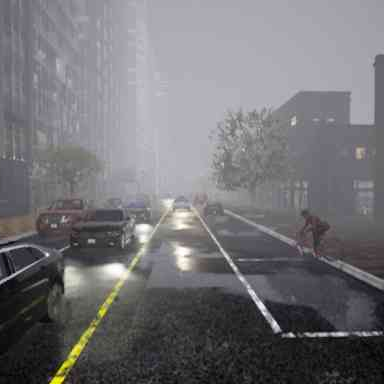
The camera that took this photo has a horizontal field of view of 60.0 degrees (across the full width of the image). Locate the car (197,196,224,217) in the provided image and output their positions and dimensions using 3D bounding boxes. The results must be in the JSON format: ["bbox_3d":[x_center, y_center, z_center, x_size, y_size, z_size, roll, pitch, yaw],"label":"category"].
[{"bbox_3d":[1.756,1.366,28.944,2.008,1.369,4.403,-1,0,-2],"label":"car"}]

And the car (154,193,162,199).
[{"bbox_3d":[-8.539,0.993,84.546,1.752,1.417,4.829,-1,0,-2],"label":"car"}]

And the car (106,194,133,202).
[{"bbox_3d":[-6.645,1.262,28.673,1.967,1.590,4.097,-1,0,-2],"label":"car"}]

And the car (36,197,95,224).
[{"bbox_3d":[-6.359,1.207,17.607,2.192,1.841,5.009,-1,0,-2],"label":"car"}]

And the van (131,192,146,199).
[{"bbox_3d":[-7.037,1.089,40.463,1.690,1.788,3.998,-1,0,-2],"label":"van"}]

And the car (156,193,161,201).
[{"bbox_3d":[-7.978,1.117,68.122,1.887,1.381,4.507,-1,0,-2],"label":"car"}]

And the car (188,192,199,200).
[{"bbox_3d":[0.205,0.845,73.927,2.192,1.841,5.009,-1,0,-2],"label":"car"}]

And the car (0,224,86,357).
[{"bbox_3d":[-3.199,1.466,4.279,2.128,1.511,4.902,0,0,-2],"label":"car"}]

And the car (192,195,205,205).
[{"bbox_3d":[0.958,1.195,51.973,1.752,1.417,4.829,-1,0,-2],"label":"car"}]

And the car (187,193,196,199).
[{"bbox_3d":[-0.169,1.026,84.991,1.947,1.339,4.313,-1,0,-2],"label":"car"}]

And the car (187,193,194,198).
[{"bbox_3d":[-0.357,1.007,90.522,1.802,1.307,4.206,-1,0,-2],"label":"car"}]

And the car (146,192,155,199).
[{"bbox_3d":[-7.415,0.992,51.526,2.192,1.841,5.009,-1,0,-2],"label":"car"}]

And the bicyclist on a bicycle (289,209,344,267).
[{"bbox_3d":[3.563,1.305,9.694,1.656,1.620,0.582,-9,1,-2],"label":"bicyclist on a bicycle"}]

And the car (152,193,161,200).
[{"bbox_3d":[-8.351,1.028,79.015,1.752,1.417,4.829,-1,0,-2],"label":"car"}]

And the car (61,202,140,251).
[{"bbox_3d":[-3.520,1.391,13.853,1.882,1.535,5.008,0,0,-2],"label":"car"}]

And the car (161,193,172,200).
[{"bbox_3d":[-5.548,0.988,76.132,1.837,1.490,4.892,0,0,-2],"label":"car"}]

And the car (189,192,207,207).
[{"bbox_3d":[1.149,1.021,46.271,2.192,1.841,5.009,-1,0,-2],"label":"car"}]

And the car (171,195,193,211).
[{"bbox_3d":[-1.138,1.368,36.926,1.895,1.301,4.718,0,0,-2],"label":"car"}]

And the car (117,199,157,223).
[{"bbox_3d":[-3.858,1.415,23.857,1.994,1.385,4.181,0,0,-2],"label":"car"}]
